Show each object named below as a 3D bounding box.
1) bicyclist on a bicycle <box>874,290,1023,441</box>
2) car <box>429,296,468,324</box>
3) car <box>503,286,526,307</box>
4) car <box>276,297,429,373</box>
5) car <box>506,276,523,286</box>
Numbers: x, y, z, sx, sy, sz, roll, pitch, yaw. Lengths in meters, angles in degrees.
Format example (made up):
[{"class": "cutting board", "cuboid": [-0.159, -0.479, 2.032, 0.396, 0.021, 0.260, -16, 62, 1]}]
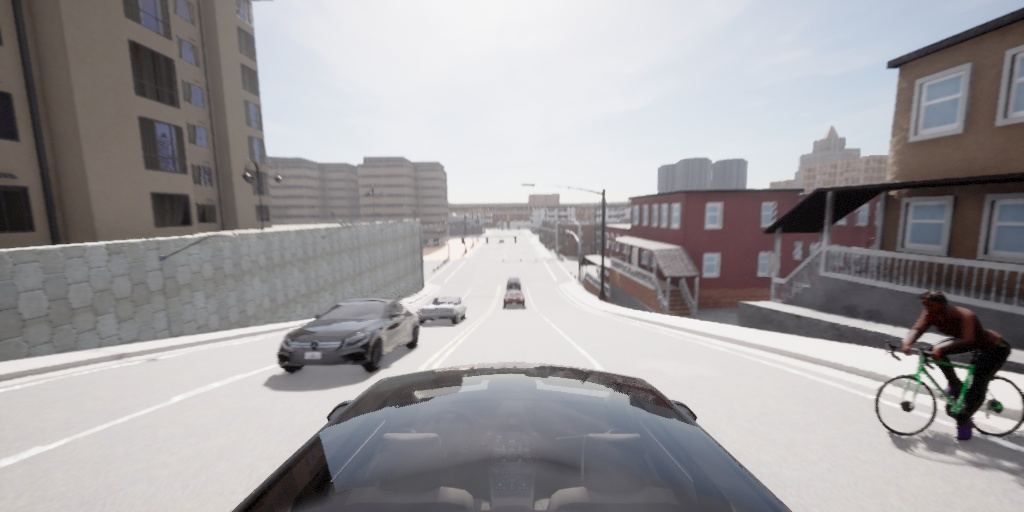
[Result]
[{"class": "bicyclist on a bicycle", "cuboid": [4.858, 1.206, 3.987, 1.656, 1.620, 0.582, 0, -1, 2]}, {"class": "car", "cuboid": [-3.545, 2.785, 18.917, 1.895, 1.301, 4.718, -1, -5, 0]}, {"class": "car", "cuboid": [0.201, 3.660, 31.404, 1.895, 1.301, 4.718, -1, -2, 0]}, {"class": "car", "cuboid": [-3.602, 1.757, 8.848, 1.812, 1.442, 4.674, -1, -5, 0]}, {"class": "car", "cuboid": [0.217, 3.266, 45.049, 1.812, 1.442, 4.674, -1, 4, 0]}]
